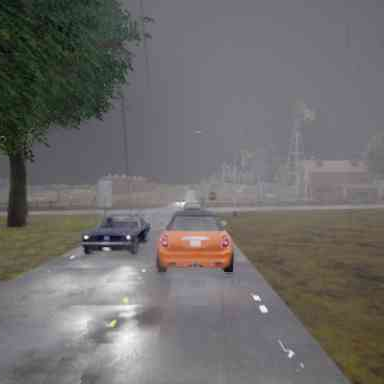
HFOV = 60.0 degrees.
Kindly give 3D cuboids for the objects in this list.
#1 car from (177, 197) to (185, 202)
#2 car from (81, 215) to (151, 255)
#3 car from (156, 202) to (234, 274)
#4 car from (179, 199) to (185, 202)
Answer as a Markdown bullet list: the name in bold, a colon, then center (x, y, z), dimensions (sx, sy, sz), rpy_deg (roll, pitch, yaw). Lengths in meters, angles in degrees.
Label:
- **car**: center (-2.766, 1.991, 83.378), dimensions (1.837, 1.490, 4.892), rpy_deg (0, -1, 0)
- **car**: center (-2.850, 1.612, 13.354), dimensions (1.895, 1.301, 4.718), rpy_deg (0, 0, 0)
- **car**: center (0.090, 1.358, 10.769), dimensions (2.097, 1.767, 4.553), rpy_deg (0, 0, 0)
- **car**: center (0.085, 1.544, 24.840), dimensions (1.837, 1.490, 4.892), rpy_deg (0, 0, 0)
